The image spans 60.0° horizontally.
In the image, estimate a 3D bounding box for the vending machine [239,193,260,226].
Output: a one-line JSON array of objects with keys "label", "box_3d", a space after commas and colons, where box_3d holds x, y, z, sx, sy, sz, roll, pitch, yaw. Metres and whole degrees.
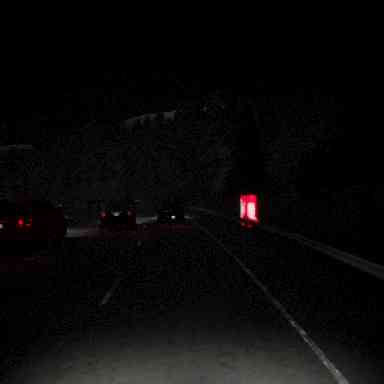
[{"label": "vending machine", "box_3d": [3.721, 1.137, 21.718, 1.100, 2.100, 0.880, -1, 0, -7]}]

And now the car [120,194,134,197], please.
[{"label": "car", "box_3d": [-12.475, 1.394, 63.779, 2.150, 2.045, 5.566, 0, 0, -23]}]

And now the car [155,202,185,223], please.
[{"label": "car", "box_3d": [-1.700, 1.525, 25.756, 1.837, 1.490, 4.892, 0, 0, -9]}]

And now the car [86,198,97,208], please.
[{"label": "car", "box_3d": [-15.846, 1.729, 53.265, 1.837, 1.490, 4.892, 1, 0, -21]}]

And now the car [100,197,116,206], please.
[{"label": "car", "box_3d": [-15.987, 1.716, 63.079, 2.128, 1.511, 4.902, -1, 0, -23]}]

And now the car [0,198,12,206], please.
[{"label": "car", "box_3d": [-37.117, 2.049, 66.505, 1.812, 1.442, 4.674, -1, 0, -26]}]

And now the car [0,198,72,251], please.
[{"label": "car", "box_3d": [-7.239, 1.325, 14.644, 2.150, 2.045, 5.566, 0, 0, -6]}]

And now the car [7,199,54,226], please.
[{"label": "car", "box_3d": [-12.539, 1.533, 26.130, 2.097, 1.767, 4.553, -1, 0, -10]}]

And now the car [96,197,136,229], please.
[{"label": "car", "box_3d": [-4.915, 1.420, 22.441, 2.097, 1.767, 4.553, -1, 0, -8]}]
